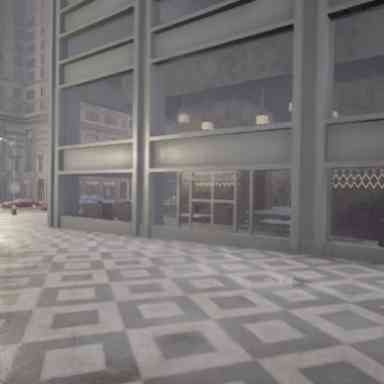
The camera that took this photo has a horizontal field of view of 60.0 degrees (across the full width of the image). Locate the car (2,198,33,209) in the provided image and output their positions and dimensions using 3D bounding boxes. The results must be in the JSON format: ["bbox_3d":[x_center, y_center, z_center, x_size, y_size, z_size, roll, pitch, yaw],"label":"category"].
[{"bbox_3d":[-22.856,1.526,44.459,1.887,1.381,4.507,1,0,35],"label":"car"}]

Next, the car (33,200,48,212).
[{"bbox_3d":[-15.883,1.676,39.503,1.887,1.381,4.507,1,0,35],"label":"car"}]
